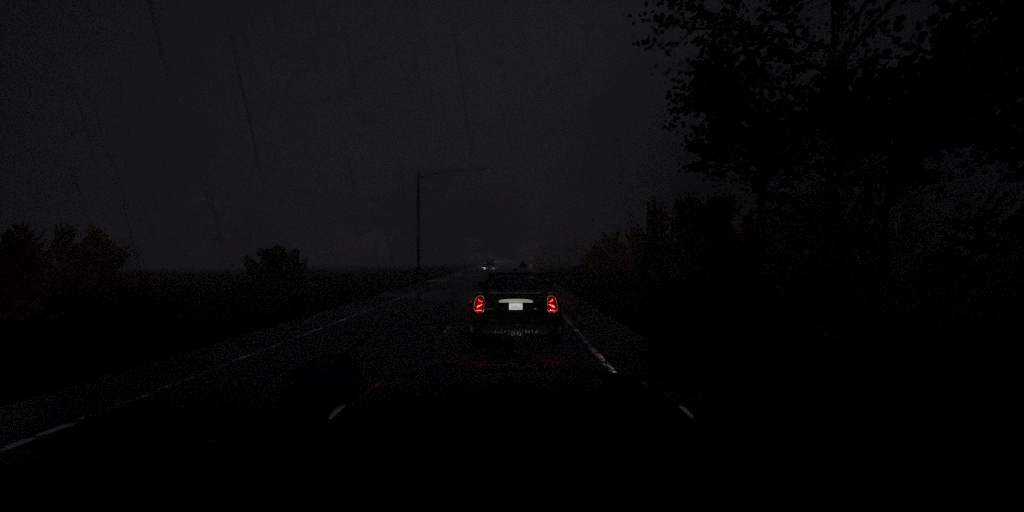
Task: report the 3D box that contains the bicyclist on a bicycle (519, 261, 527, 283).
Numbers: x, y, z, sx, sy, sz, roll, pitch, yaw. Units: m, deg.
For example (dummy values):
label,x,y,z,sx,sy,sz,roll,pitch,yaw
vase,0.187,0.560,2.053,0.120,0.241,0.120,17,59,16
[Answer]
label,x,y,z,sx,sy,sz,roll,pitch,yaw
bicyclist on a bicycle,0.843,1.193,27.244,0.582,1.620,1.656,0,0,0

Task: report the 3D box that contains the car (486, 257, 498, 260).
label,x,y,z,sx,sy,sz,roll,pitch,yaw
car,-4.097,1.212,65.228,1.882,1.535,5.008,0,0,0

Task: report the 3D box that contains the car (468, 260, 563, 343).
label,x,y,z,sx,sy,sz,roll,pitch,yaw
car,0.073,1.099,9.783,2.097,1.767,4.553,0,0,0

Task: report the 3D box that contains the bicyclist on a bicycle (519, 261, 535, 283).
label,x,y,z,sx,sy,sz,roll,pitch,yaw
bicyclist on a bicycle,0.905,1.181,17.127,0.866,1.612,1.509,0,0,0
